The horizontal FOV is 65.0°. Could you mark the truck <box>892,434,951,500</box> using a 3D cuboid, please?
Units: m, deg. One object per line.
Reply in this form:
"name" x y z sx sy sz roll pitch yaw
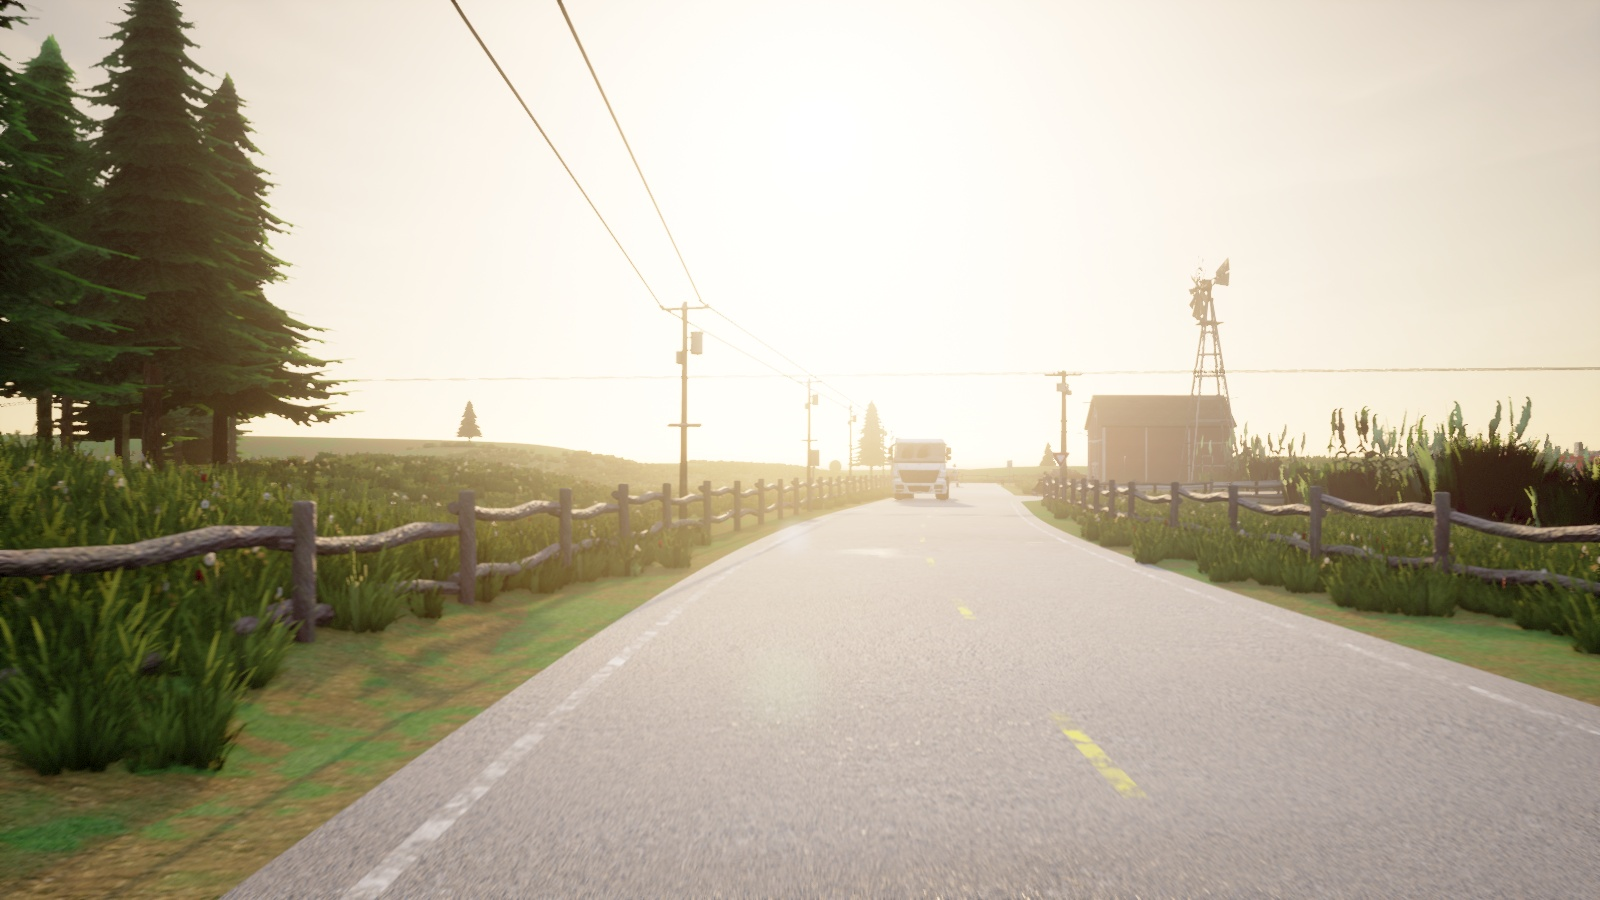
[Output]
"truck" 6.902 0.985 70.376 2.891 3.462 7.936 0 -1 9
